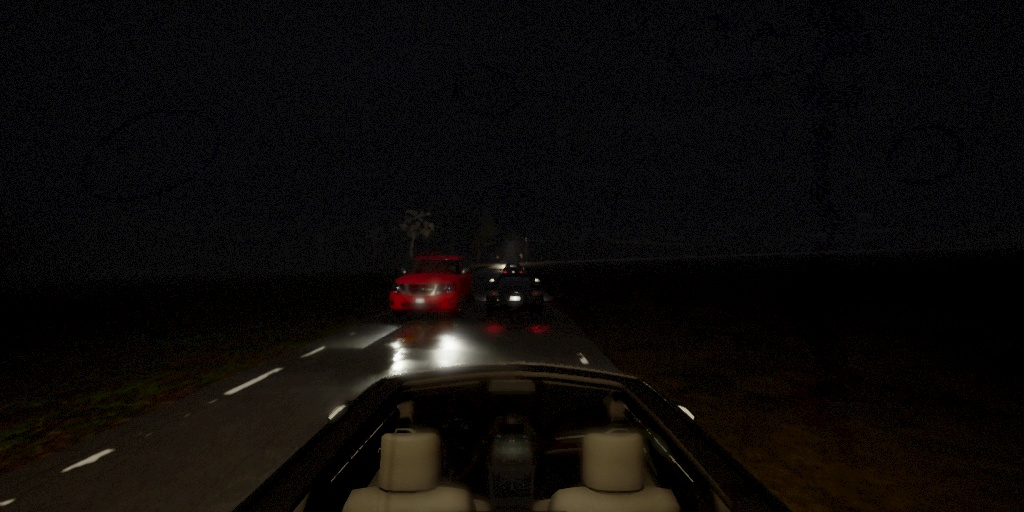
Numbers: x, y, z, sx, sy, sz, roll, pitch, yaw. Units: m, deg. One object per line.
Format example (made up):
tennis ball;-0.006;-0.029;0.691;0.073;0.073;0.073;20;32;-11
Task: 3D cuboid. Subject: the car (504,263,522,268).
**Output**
car;0.103;1.340;31.479;2.033;1.411;5.357;0;0;0

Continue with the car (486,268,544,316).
car;0.101;1.325;13.413;1.994;1.385;4.181;0;0;0

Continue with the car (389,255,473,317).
car;-2.749;0.983;13.502;2.150;2.045;5.566;0;0;0
